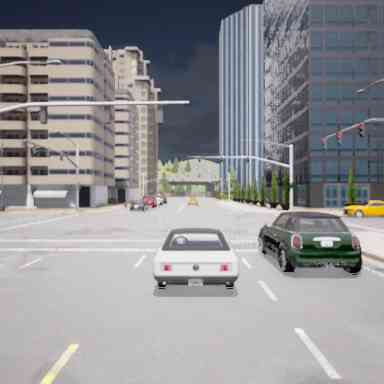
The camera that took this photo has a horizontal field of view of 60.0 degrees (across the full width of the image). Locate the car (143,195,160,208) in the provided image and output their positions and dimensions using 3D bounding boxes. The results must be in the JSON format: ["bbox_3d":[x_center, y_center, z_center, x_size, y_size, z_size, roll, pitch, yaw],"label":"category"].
[{"bbox_3d":[-6.977,1.522,53.921,2.150,2.045,5.566,0,0,0],"label":"car"}]

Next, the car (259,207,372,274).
[{"bbox_3d":[3.609,1.413,10.982,2.097,1.767,4.553,0,0,0],"label":"car"}]

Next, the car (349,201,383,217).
[{"bbox_3d":[16.883,1.597,31.260,5.008,1.535,1.882,0,0,1],"label":"car"}]

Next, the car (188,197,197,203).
[{"bbox_3d":[0.174,1.997,82.224,2.033,1.411,5.357,0,0,0],"label":"car"}]

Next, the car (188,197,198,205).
[{"bbox_3d":[0.240,1.847,66.369,1.882,1.535,5.008,0,0,0],"label":"car"}]

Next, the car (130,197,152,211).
[{"bbox_3d":[-7.004,1.738,44.347,2.128,1.511,4.902,0,0,0],"label":"car"}]

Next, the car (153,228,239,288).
[{"bbox_3d":[0.102,1.654,9.337,1.895,1.301,4.718,0,0,0],"label":"car"}]

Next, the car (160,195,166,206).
[{"bbox_3d":[-6.903,1.579,64.396,2.150,2.045,5.566,0,0,2],"label":"car"}]
